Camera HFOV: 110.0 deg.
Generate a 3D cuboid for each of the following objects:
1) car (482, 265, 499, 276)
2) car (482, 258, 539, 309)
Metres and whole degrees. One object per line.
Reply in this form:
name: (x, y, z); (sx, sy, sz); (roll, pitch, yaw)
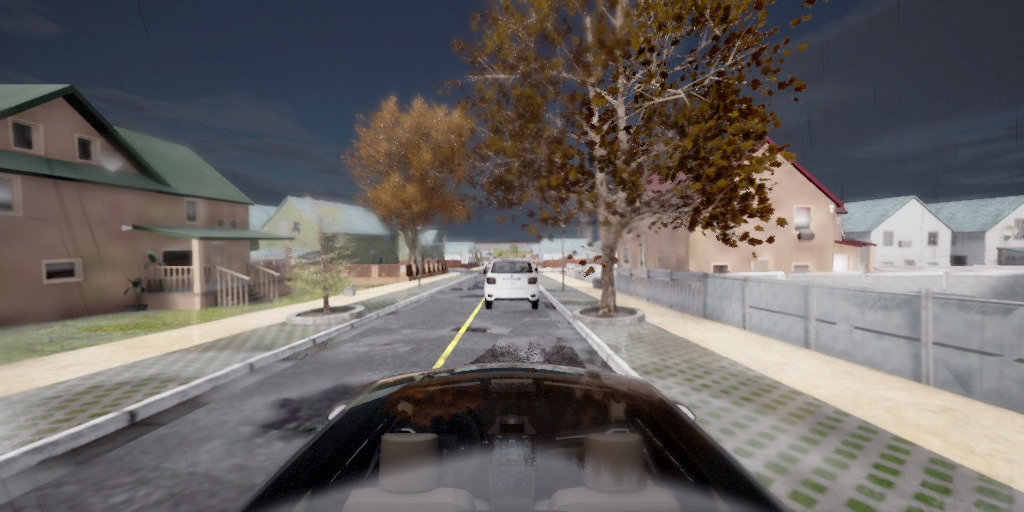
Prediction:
car: (-2.769, 1.841, 46.511); (1.895, 1.301, 4.718); (0, -1, 0)
car: (-0.004, 1.105, 15.881); (2.150, 2.045, 5.566); (0, 0, 0)
